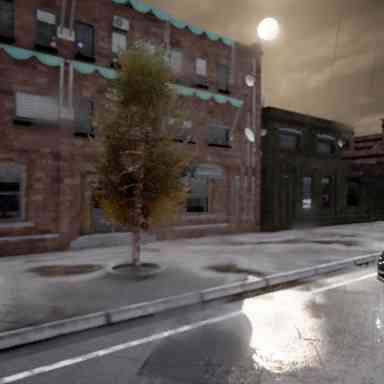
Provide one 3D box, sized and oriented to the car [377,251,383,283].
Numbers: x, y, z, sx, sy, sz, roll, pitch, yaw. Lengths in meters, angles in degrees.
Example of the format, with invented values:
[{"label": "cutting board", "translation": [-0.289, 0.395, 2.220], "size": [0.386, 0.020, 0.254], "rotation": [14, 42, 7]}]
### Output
[{"label": "car", "translation": [6.523, 1.521, 8.330], "size": [4.892, 1.490, 1.837], "rotation": [0, 0, -35]}]
